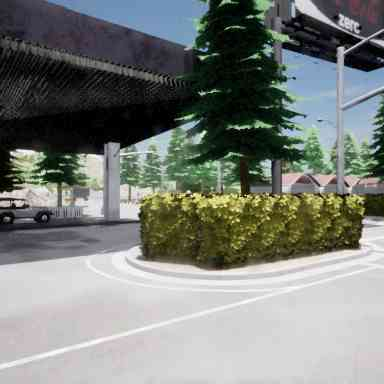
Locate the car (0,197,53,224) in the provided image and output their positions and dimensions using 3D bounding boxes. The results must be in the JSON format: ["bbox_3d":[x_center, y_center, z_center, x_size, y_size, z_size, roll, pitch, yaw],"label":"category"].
[{"bbox_3d":[-12.000,1.313,23.459,3.866,1.878,1.905,0,0,-36],"label":"car"}]
